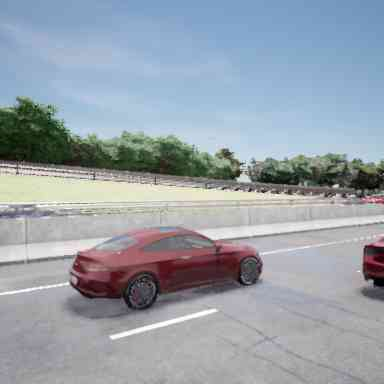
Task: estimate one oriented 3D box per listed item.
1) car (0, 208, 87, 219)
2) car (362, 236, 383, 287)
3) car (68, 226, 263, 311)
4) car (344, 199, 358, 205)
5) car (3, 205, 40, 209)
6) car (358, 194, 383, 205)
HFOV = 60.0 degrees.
[{"bbox_3d":[-6.620,1.605,16.461,4.718,1.301,1.895,0,0,-35],"label":"car"},{"bbox_3d":[6.139,1.487,8.113,5.008,1.535,1.882,0,0,-35],"label":"car"},{"bbox_3d":[-0.405,1.530,7.764,4.674,1.442,1.812,0,0,-36],"label":"car"},{"bbox_3d":[22.717,1.619,45.899,4.181,1.385,1.994,0,0,-35],"label":"car"},{"bbox_3d":[-8.669,1.605,19.298,4.718,1.301,1.895,0,0,-35],"label":"car"},{"bbox_3d":[24.127,1.275,42.614,5.566,2.045,2.150,0,0,-35],"label":"car"}]
